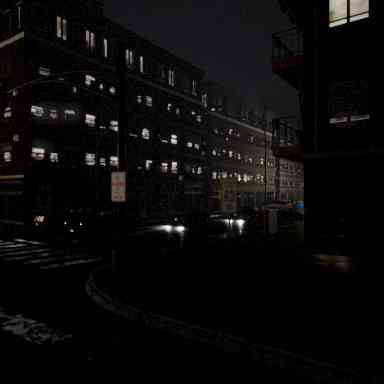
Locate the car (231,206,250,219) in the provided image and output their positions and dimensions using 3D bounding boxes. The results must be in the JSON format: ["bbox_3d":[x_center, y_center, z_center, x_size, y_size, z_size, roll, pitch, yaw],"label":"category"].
[{"bbox_3d":[5.563,2.196,35.935,1.994,1.385,4.181,0,-1,34],"label":"car"}]

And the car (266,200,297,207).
[{"bbox_3d":[11.739,2.050,44.680,2.150,2.045,5.566,0,-1,35],"label":"car"}]

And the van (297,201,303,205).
[{"bbox_3d":[18.399,2.464,58.836,1.690,1.788,3.998,-1,-2,35],"label":"van"}]

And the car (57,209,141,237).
[{"bbox_3d":[-5.390,1.884,20.286,1.895,1.301,4.718,0,-1,36],"label":"car"}]

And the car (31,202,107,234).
[{"bbox_3d":[-7.651,1.604,21.569,2.192,1.841,5.009,-1,-2,35],"label":"car"}]

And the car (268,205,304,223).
[{"bbox_3d":[8.995,2.121,30.807,2.008,1.369,4.403,-2,-2,35],"label":"car"}]

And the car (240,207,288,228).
[{"bbox_3d":[5.739,2.048,26.146,1.802,1.307,4.206,-2,-2,35],"label":"car"}]

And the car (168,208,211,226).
[{"bbox_3d":[-0.150,2.013,27.759,1.994,1.385,4.181,0,-1,34],"label":"car"}]
